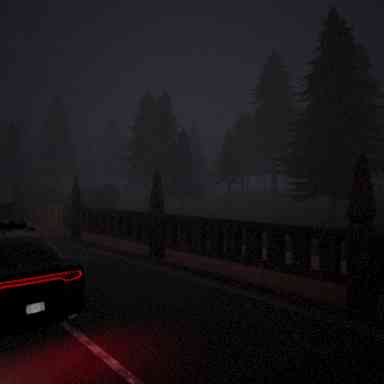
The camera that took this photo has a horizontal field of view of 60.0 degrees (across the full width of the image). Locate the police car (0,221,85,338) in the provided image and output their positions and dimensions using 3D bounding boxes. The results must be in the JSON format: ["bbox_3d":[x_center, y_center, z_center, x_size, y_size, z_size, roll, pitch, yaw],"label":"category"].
[{"bbox_3d":[-3.935,1.410,6.557,1.930,1.638,5.238,0,0,-43],"label":"police car"}]
